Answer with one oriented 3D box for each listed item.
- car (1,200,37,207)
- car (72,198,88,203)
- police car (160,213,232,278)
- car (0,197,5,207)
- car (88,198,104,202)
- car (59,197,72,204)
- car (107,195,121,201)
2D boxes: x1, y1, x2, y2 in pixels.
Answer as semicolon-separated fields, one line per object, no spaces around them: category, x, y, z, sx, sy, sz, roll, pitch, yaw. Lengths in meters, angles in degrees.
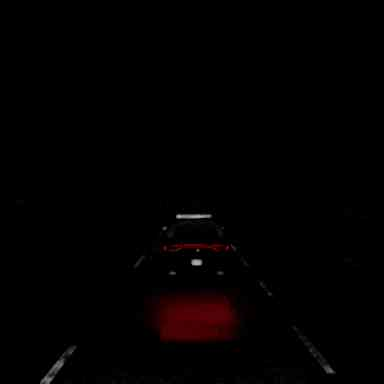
car;-17.613;1.793;35.008;1.812;1.442;4.674;0;-1;0
car;-24.534;2.005;74.369;1.882;1.535;5.008;0;-1;0
police car;0.067;1.481;10.551;1.930;1.638;5.238;0;0;-1
car;-21.114;1.477;33.796;2.150;2.045;5.566;0;-1;0
car;-21.034;2.080;74.370;1.994;1.385;4.181;0;-1;0
car;-28.034;1.883;74.399;2.097;1.767;4.553;0;-1;0
car;-17.534;1.722;74.761;2.150;2.045;5.566;0;-1;0
